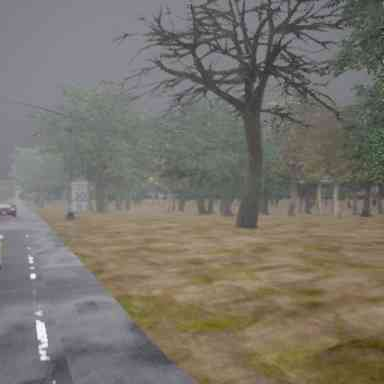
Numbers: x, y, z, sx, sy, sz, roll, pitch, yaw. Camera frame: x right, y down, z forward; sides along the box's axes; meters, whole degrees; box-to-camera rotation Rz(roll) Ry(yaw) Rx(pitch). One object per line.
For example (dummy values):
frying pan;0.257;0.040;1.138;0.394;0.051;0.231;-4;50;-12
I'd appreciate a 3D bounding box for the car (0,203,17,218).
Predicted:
car;-19.662;1.947;35.140;1.812;1.442;4.674;0;-1;-27

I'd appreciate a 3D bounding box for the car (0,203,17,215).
car;-24.236;2.207;43.922;2.033;1.411;5.357;0;-2;-27

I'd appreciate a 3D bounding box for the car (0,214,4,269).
car;-5.821;1.547;8.143;1.882;1.535;5.008;0;-1;-27
